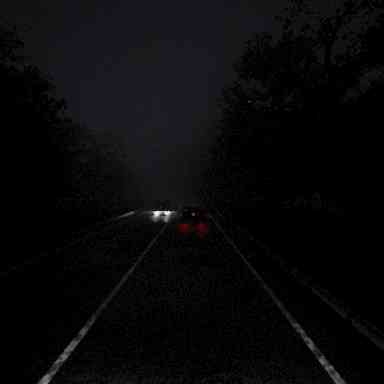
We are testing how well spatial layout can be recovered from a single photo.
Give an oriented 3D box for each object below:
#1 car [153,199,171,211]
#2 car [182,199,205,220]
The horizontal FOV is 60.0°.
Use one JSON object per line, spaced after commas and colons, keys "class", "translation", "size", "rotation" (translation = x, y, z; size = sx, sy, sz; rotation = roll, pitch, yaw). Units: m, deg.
{"class": "car", "translation": [-3.570, 1.567, 40.344], "size": [1.994, 1.385, 4.181], "rotation": [0, 0, 0]}
{"class": "car", "translation": [0.105, 1.537, 27.873], "size": [1.812, 1.442, 4.674], "rotation": [0, 0, 0]}
